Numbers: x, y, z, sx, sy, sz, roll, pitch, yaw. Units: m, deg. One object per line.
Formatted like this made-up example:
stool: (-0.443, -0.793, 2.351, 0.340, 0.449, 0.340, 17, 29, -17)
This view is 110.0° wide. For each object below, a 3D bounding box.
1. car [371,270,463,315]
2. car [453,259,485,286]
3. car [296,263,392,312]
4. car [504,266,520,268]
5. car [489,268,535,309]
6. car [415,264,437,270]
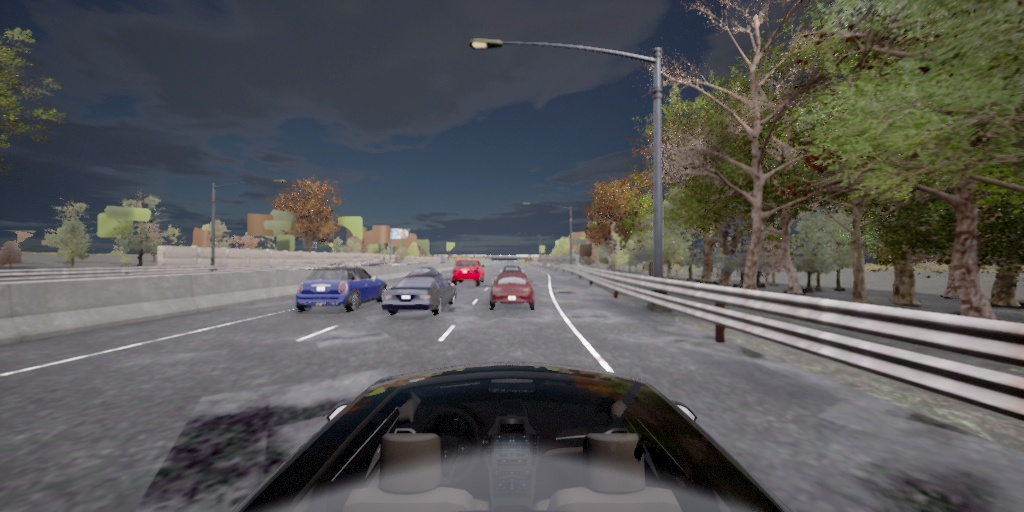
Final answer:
car: (-3.494, 1.437, 14.363, 2.033, 1.411, 5.357, 0, -1, 0)
car: (-3.502, 1.287, 29.386, 2.150, 2.045, 5.566, 0, 0, 0)
car: (-6.982, 1.250, 15.254, 2.097, 1.767, 4.553, 0, -1, 0)
car: (0.011, 1.581, 30.334, 1.837, 1.490, 4.892, 0, 0, 1)
car: (0.022, 1.431, 15.735, 1.812, 1.442, 4.674, 0, 0, 1)
car: (-7.002, 1.609, 29.358, 2.033, 1.411, 5.357, 0, -1, 0)
